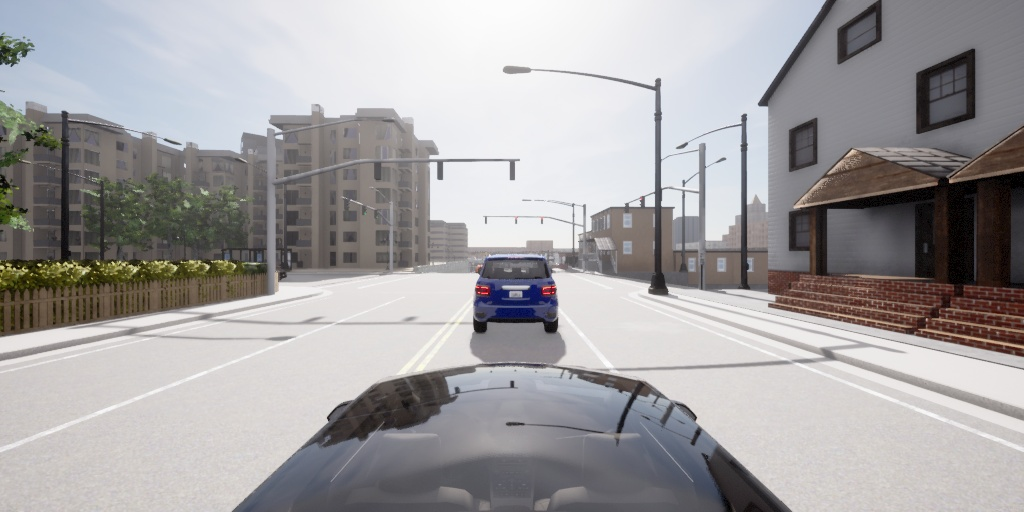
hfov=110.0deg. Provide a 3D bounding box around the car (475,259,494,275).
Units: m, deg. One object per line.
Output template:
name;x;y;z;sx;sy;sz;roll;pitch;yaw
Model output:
car;-3.549;1.506;46.939;2.097;1.767;4.553;1;-5;0

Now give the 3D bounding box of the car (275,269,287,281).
car;-20.339;1.255;28.125;4.892;1.490;1.837;0;0;1

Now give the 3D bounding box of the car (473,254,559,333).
car;0.103;0.971;10.918;2.150;2.045;5.566;0;0;0
